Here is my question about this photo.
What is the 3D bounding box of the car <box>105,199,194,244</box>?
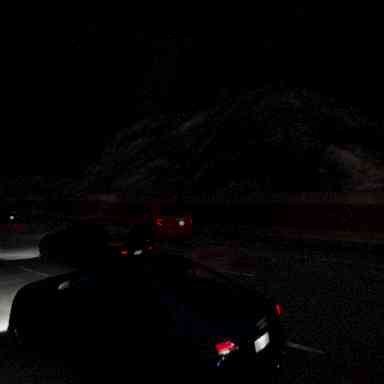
[{"bbox_3d":[-2.445,1.362,15.041,5.566,2.045,2.150,-1,-1,41],"label":"car"}]

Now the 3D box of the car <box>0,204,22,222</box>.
[{"bbox_3d":[-16.254,1.856,28.872,1.837,1.490,4.892,0,0,-41],"label":"car"}]

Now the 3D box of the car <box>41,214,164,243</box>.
[{"bbox_3d":[-3.339,1.641,11.246,4.674,1.442,1.812,-1,-1,40],"label":"car"}]

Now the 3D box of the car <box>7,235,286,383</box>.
[{"bbox_3d":[-0.845,1.609,4.796,4.181,1.385,1.994,-1,-1,37],"label":"car"}]
